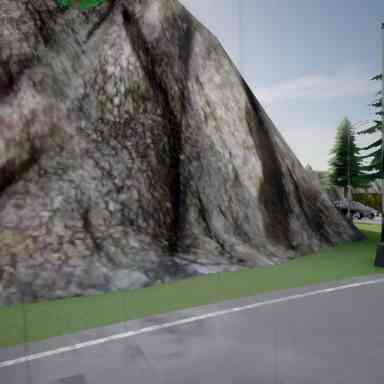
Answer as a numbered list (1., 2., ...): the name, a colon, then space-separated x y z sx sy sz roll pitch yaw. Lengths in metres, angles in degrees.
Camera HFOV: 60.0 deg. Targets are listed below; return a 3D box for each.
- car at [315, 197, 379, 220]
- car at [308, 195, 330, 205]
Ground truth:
1. car: 13.458 1.491 28.497 2.128 1.511 4.902 0 0 -25
2. car: 21.557 1.359 55.800 4.553 1.767 2.097 0 0 -29
